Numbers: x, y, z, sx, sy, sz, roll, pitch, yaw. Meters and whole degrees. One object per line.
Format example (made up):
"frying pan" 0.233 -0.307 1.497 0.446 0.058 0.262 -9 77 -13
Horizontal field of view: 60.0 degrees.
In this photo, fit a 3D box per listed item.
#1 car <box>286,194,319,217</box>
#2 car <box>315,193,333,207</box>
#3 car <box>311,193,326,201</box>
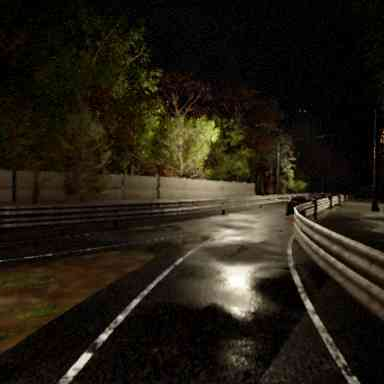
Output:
"car" 9.143 1.174 27.824 1.837 1.490 4.892 1 2 28
"car" 16.501 1.040 41.652 1.837 1.490 4.892 1 2 29
"car" 23.362 0.926 61.437 1.994 1.385 4.181 1 1 29
